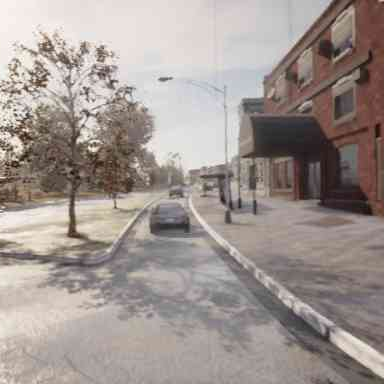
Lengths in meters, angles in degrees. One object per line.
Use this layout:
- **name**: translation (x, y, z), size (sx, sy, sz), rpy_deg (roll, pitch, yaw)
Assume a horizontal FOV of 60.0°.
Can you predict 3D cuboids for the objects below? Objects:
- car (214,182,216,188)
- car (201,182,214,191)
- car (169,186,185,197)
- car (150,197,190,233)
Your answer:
- **car**: translation (3.979, -1.164, 81.203), size (2.163, 1.488, 4.792), rpy_deg (-1, 2, 8)
- **car**: translation (3.238, -1.032, 75.755), size (2.097, 1.535, 5.008), rpy_deg (-1, 2, 7)
- **car**: translation (-2.173, -0.045, 47.027), size (1.837, 1.490, 4.892), rpy_deg (-1, 2, 2)
- **car**: translation (-1.187, 1.217, 17.530), size (1.994, 1.385, 4.181), rpy_deg (-1, 2, -5)
